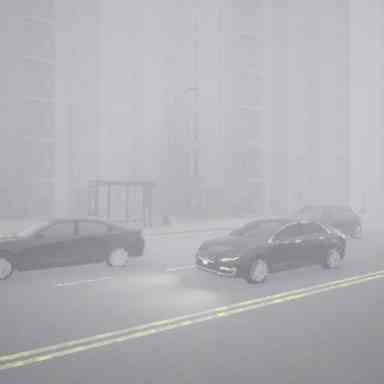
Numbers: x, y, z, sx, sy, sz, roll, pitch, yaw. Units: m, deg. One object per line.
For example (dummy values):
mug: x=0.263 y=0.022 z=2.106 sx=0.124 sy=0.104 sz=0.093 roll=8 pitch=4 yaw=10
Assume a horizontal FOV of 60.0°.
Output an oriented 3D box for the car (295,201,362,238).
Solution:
car: x=6.023 y=1.353 z=15.921 sx=4.553 sy=1.767 sz=2.097 roll=0 pitch=0 yaw=-32

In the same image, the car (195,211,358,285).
car: x=2.395 y=1.505 z=9.562 sx=4.892 sy=1.490 sz=1.837 roll=0 pitch=0 yaw=-32

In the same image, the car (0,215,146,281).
car: x=-3.865 y=1.478 z=9.892 sx=5.008 sy=1.535 sz=1.882 roll=0 pitch=0 yaw=-30
